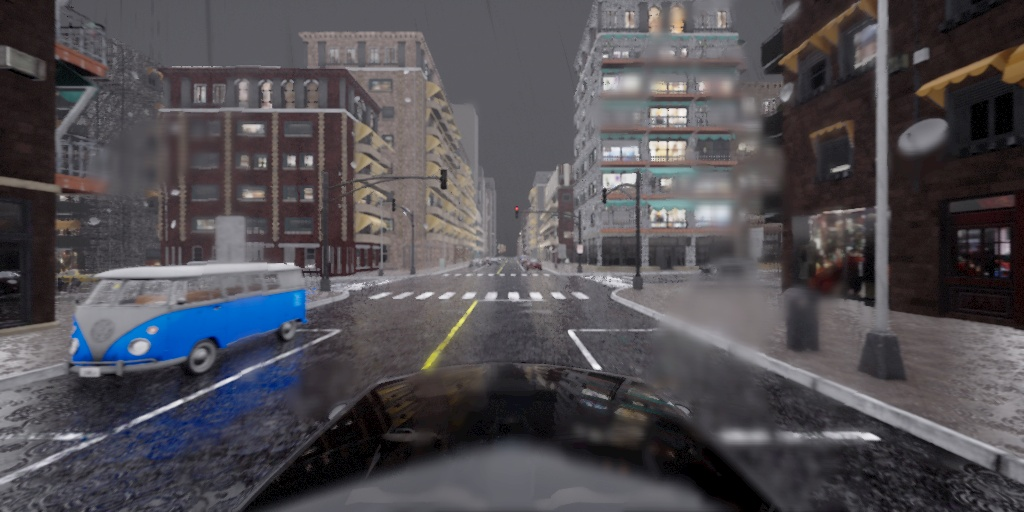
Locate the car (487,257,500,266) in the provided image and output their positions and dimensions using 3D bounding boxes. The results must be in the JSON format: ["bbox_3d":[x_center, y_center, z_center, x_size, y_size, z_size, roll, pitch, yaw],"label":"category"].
[{"bbox_3d":[-3.047,0.953,61.785,1.812,1.442,4.674,0,0,1],"label":"car"}]

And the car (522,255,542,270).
[{"bbox_3d":[2.681,0.957,44.927,1.967,1.591,4.097,0,0,0],"label":"car"}]

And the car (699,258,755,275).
[{"bbox_3d":[18.263,0.856,30.490,4.313,1.339,1.948,0,0,0],"label":"car"}]

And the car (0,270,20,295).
[{"bbox_3d":[-30.973,1.543,21.766,4.097,1.591,1.967,0,0,0],"label":"car"}]

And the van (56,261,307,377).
[{"bbox_3d":[-5.805,1.061,7.031,1.690,1.789,3.998,0,0,0],"label":"van"}]

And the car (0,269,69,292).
[{"bbox_3d":[-33.644,1.664,24.411,4.674,1.442,1.812,-1,0,0],"label":"car"}]

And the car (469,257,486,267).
[{"bbox_3d":[-5.703,1.008,55.995,2.007,1.370,4.403,0,0,0],"label":"car"}]
